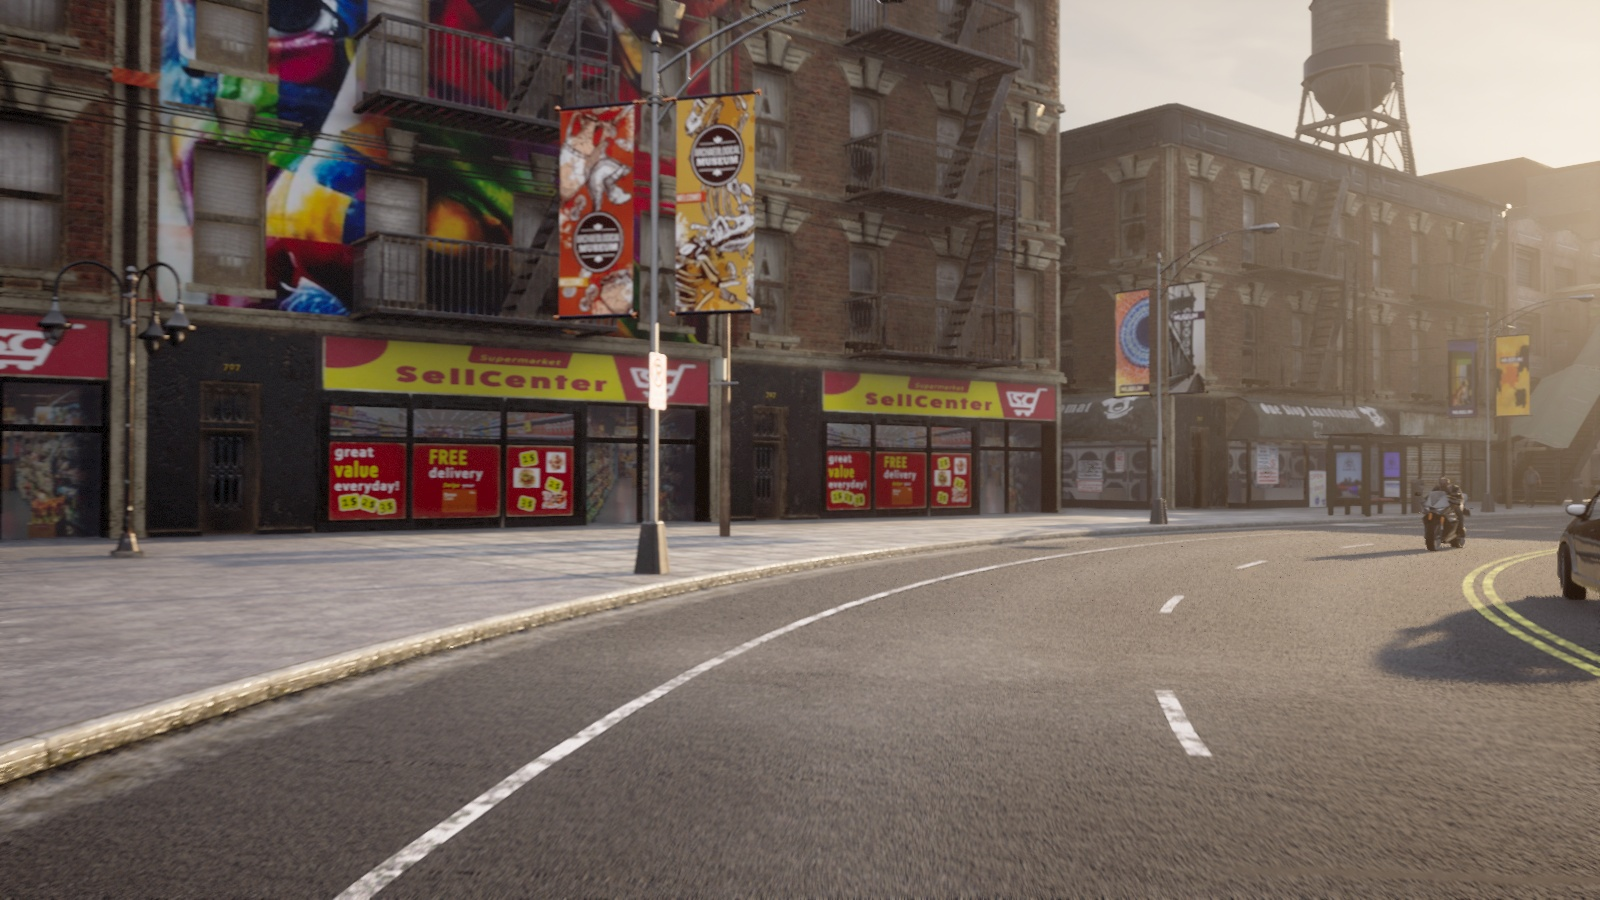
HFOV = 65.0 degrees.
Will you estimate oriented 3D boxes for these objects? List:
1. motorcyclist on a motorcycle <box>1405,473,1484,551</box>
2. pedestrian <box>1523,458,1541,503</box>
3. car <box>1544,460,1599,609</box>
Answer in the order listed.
[{"bbox_3d":[13.345,1.241,25.978,0.866,1.530,2.191,-1,-1,43],"label":"motorcyclist on a motorcycle"},{"bbox_3d":[30.202,1.240,51.821,0.540,1.848,0.694,-1,-1,38],"label":"pedestrian"},{"bbox_3d":[10.035,0.924,14.560,1.851,1.617,3.988,-1,-1,22],"label":"car"}]
